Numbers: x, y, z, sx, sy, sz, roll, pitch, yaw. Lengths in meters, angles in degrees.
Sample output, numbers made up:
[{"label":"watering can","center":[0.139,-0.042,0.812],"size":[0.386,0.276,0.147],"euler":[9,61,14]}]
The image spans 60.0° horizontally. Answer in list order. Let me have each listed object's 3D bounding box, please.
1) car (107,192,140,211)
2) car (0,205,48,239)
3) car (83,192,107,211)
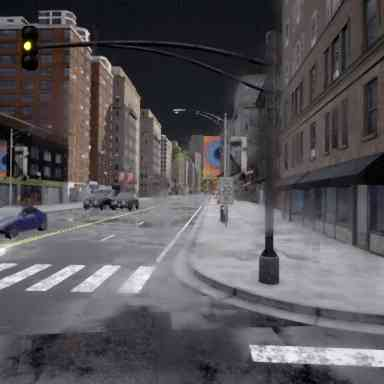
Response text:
[{"label":"car","center":[-7.575,1.076,38.299],"size":[2.150,2.045,5.566],"euler":[1,0,4]},{"label":"car","center":[-8.948,1.413,16.711],"size":[1.812,1.442,4.674],"euler":[1,0,3]},{"label":"car","center":[-10.792,1.043,38.895],"size":[2.150,2.045,5.566],"euler":[1,0,4]}]
